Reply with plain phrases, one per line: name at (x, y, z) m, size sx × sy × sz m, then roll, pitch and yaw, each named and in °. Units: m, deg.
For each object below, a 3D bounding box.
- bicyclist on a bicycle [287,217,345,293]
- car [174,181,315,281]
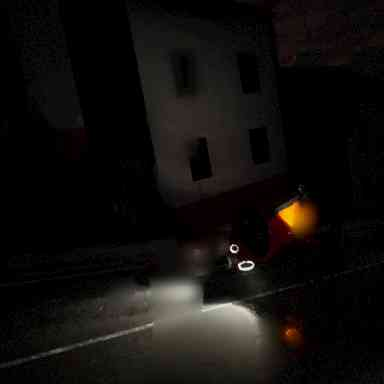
bicyclist on a bicycle at (2.947, 1.328, 7.695) m, size 0.582 × 1.620 × 1.656 m, roll 15°, pitch 28°, yaw -36°
car at (1.709, 1.313, 8.784) m, size 2.097 × 1.767 × 4.553 m, roll -25°, pitch -2°, yaw 40°
